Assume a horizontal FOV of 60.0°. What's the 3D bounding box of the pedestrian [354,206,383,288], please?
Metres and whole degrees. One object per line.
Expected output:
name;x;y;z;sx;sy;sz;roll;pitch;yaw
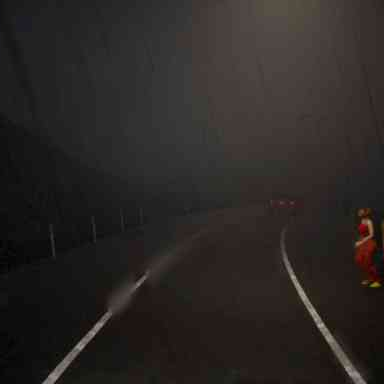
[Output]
pedestrian;3.837;1.156;7.281;0.375;1.860;0.375;-3;5;9

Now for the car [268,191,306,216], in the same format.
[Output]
car;7.687;0.818;26.618;2.097;1.767;4.553;3;2;28

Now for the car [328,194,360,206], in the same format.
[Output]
car;18.340;0.981;39.979;5.357;1.411;2.033;0;4;-42
